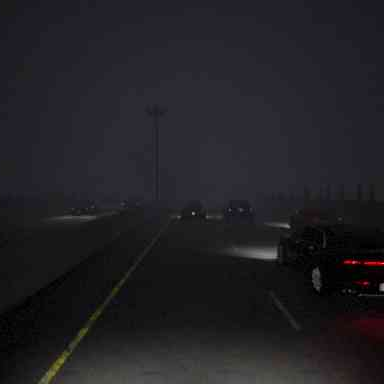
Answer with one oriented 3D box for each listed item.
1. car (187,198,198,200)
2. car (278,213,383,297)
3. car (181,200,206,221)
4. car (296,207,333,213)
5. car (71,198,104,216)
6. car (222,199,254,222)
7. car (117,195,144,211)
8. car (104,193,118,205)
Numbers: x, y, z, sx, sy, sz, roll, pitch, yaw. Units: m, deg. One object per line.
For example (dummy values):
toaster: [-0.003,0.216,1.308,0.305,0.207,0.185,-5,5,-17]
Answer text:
car: [0.101,1.529,43.102,2.163,1.488,4.792,0,0,0]
car: [3.601,1.508,8.557,1.837,1.490,4.892,0,0,0]
car: [0.102,1.579,26.964,1.994,1.385,4.181,0,0,0]
car: [7.102,1.574,19.338,1.994,1.385,4.181,0,0,0]
car: [-10.592,1.545,33.408,1.812,1.442,4.674,0,0,0]
car: [3.603,1.367,26.720,2.097,1.767,4.553,0,0,0]
car: [-7.095,1.376,39.888,2.097,1.767,4.553,0,0,0]
car: [-14.244,1.270,58.871,2.150,2.045,5.566,0,0,-1]
